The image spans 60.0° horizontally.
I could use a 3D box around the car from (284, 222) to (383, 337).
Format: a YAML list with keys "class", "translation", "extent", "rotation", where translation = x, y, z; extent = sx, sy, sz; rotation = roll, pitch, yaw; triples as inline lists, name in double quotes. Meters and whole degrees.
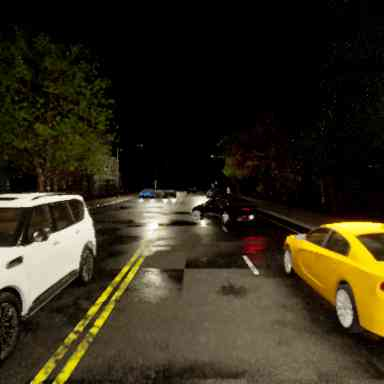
- class: "car"
  translation: [3.250, 1.315, 6.507]
  extent: [1.882, 1.535, 5.008]
  rotation: [0, 1, 0]

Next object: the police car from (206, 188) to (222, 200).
- class: "police car"
  translation: [3.250, 0.268, 50.496]
  extent: [2.038, 1.542, 4.974]
  rotation: [0, 1, 0]

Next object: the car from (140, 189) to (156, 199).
- class: "car"
  translation: [-6.558, 0.259, 49.734]
  extent: [1.882, 1.535, 5.008]
  rotation: [0, 1, 0]

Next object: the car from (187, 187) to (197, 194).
- class: "car"
  translation: [0.013, -0.215, 69.753]
  extent: [1.837, 1.490, 4.892]
  rotation: [0, 1, 0]

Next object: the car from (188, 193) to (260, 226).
- class: "car"
  translation: [1.843, 1.024, 19.484]
  extent: [1.837, 1.490, 4.892]
  rotation: [-1, 2, -31]

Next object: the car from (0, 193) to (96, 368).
- class: "car"
  translation: [-3.351, 1.076, 5.792]
  extent: [2.150, 2.045, 5.566]
  rotation: [0, 1, 0]

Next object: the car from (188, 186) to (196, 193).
- class: "car"
  translation: [-0.002, -0.587, 83.191]
  extent: [1.882, 1.535, 5.008]
  rotation: [0, 2, 0]

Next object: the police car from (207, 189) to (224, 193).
- class: "police car"
  translation: [3.249, 0.454, 39.607]
  extent: [1.930, 1.638, 5.238]
  rotation: [0, 1, 0]

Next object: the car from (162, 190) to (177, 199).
- class: "car"
  translation: [-3.311, 0.343, 49.824]
  extent: [1.994, 1.385, 4.181]
  rotation: [0, 1, 0]

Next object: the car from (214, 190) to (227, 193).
- class: "car"
  translation: [3.250, 0.847, 28.503]
  extent: [2.033, 1.411, 5.357]
  rotation: [0, 1, 0]
